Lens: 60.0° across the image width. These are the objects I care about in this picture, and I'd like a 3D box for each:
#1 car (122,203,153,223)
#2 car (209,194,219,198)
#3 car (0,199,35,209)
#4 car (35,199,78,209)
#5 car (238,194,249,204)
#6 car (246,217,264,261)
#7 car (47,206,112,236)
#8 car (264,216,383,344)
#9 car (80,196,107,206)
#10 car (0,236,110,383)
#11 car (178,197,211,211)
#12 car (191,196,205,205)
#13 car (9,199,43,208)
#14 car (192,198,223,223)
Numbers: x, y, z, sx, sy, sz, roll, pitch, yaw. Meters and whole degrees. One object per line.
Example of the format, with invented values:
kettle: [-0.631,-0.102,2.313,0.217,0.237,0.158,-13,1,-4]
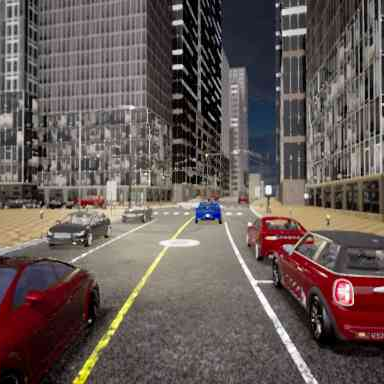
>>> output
car: [-4.129,1.554,25.696,2.008,1.369,4.403,1,0,5]
car: [5.157,1.432,78.797,2.192,1.841,5.009,1,0,14]
car: [-22.399,1.621,43.249,4.403,1.369,2.008,0,-1,13]
car: [-16.958,1.606,41.959,4.313,1.339,1.947,0,-1,13]
car: [10.079,1.361,65.113,2.192,1.841,5.009,1,0,13]
car: [3.007,1.538,11.998,1.887,1.381,4.507,1,0,3]
car: [-4.880,1.550,14.906,2.008,1.369,4.403,1,0,3]
car: [2.815,1.436,6.358,1.967,1.590,4.097,1,0,2]
car: [-15.146,1.498,49.631,5.009,1.841,2.192,0,-1,13]
car: [-2.624,1.563,4.175,1.994,1.385,4.181,0,0,1]
car: [0.106,1.605,39.682,1.895,1.301,4.718,0,-1,-27]
car: [1.162,1.593,62.559,1.752,1.417,4.829,1,0,12]
car: [-26.033,1.794,52.209,4.403,1.369,2.008,0,-1,13]
car: [1.314,1.472,25.316,1.882,1.535,5.008,0,0,5]
